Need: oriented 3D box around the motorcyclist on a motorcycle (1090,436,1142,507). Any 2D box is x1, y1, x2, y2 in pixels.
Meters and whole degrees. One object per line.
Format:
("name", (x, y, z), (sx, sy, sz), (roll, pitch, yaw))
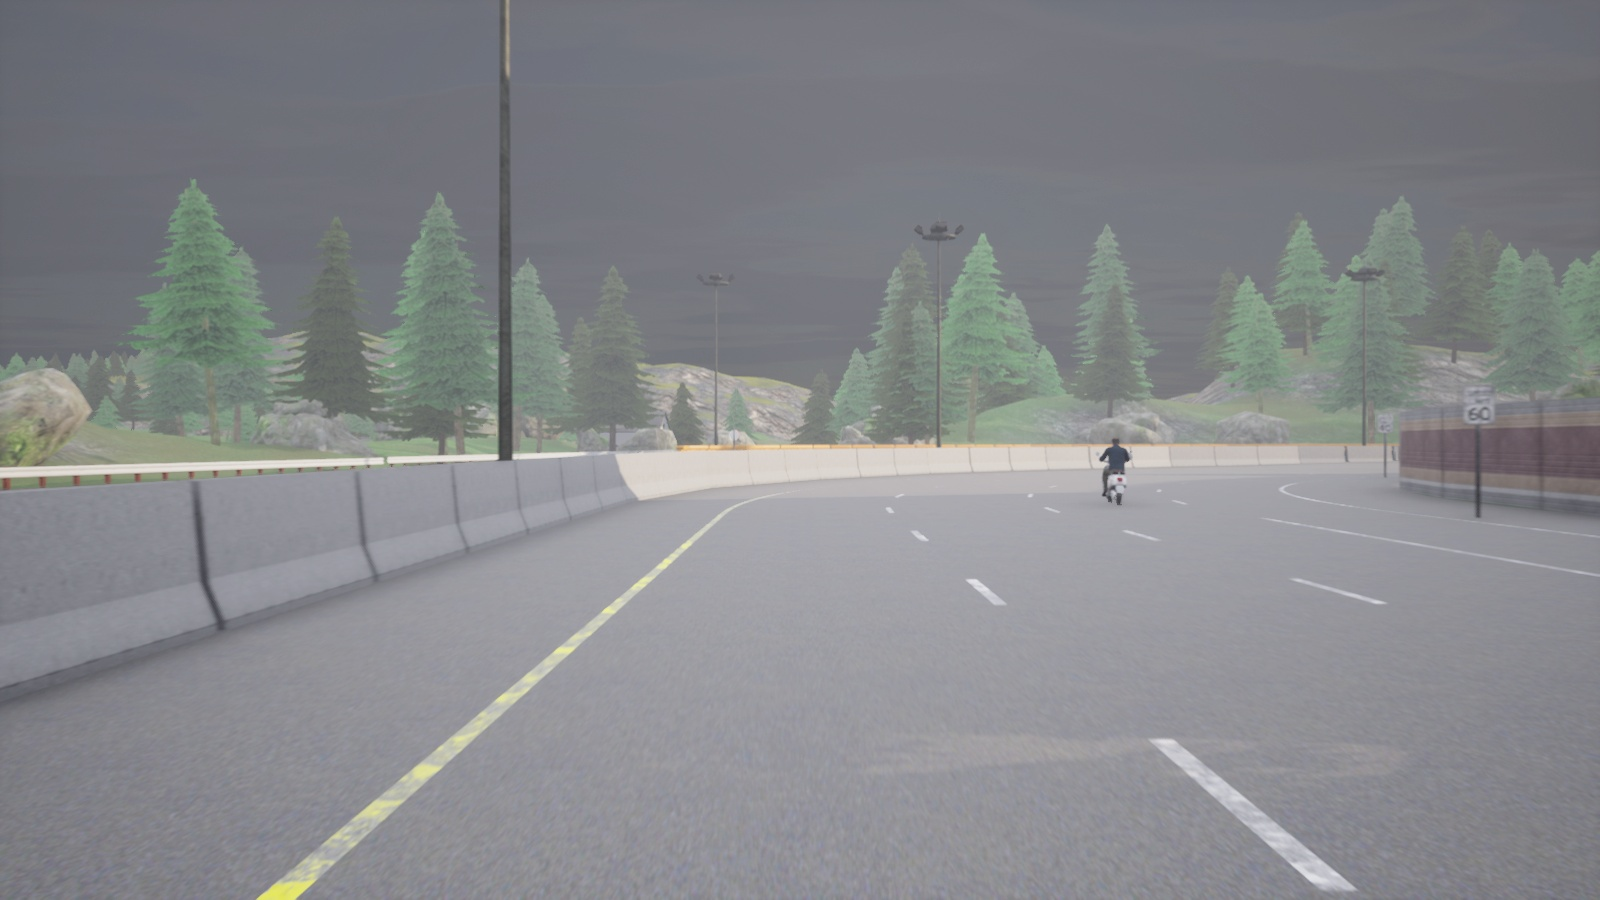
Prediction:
("motorcyclist on a motorcycle", (7.427, 0.489, 29.589), (0.866, 1.590, 1.817), (1, 1, 6))
